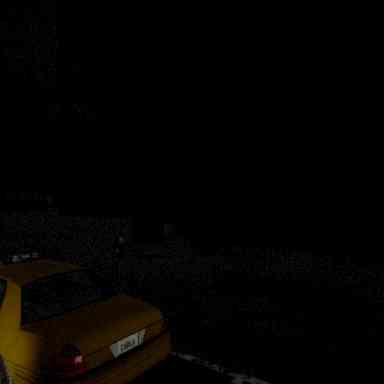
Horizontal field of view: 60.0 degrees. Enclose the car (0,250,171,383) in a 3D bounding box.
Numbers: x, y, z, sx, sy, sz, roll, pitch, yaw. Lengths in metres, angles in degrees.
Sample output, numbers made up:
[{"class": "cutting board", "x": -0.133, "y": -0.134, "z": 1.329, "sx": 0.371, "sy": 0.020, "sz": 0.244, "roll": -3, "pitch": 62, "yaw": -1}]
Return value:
[{"class": "car", "x": -2.536, "y": 1.525, "z": 4.766, "sx": 4.829, "sy": 1.417, "sz": 1.752, "roll": 0, "pitch": 0, "yaw": 35}]
